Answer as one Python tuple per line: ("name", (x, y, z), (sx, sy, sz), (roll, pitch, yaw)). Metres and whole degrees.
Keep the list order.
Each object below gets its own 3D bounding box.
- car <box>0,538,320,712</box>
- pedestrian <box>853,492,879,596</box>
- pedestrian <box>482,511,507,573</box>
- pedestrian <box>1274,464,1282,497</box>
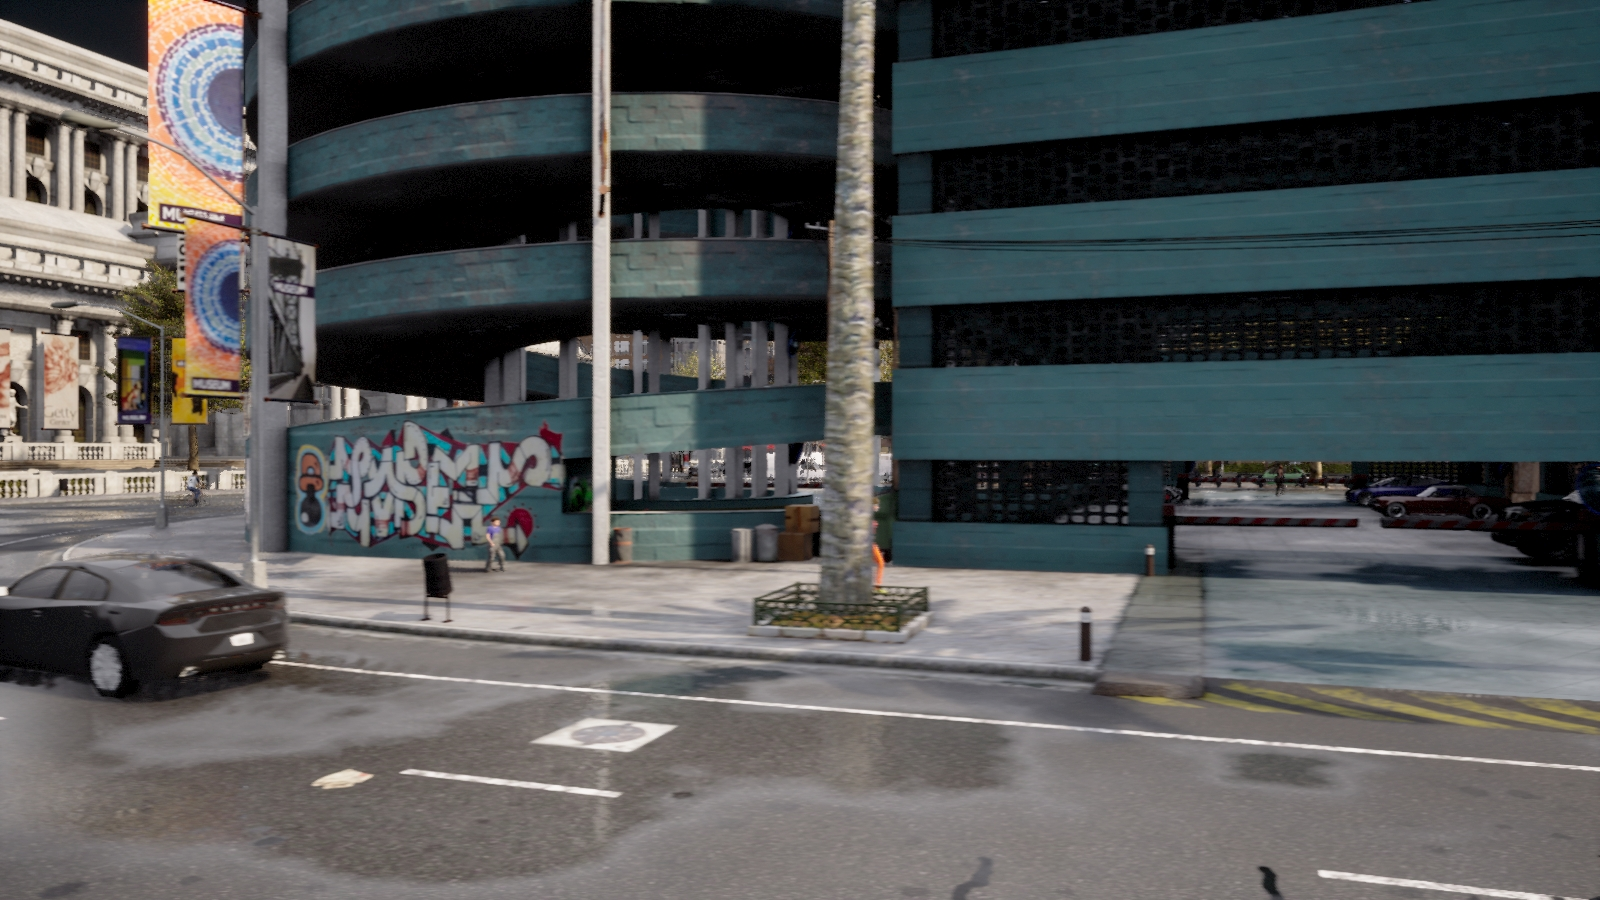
("car", (-8.634, 2.035, 14.310), (5.006, 1.535, 2.097), (0, 0, 27))
("pedestrian", (1.201, 1.697, 20.834), (0.375, 1.860, 0.375), (0, 0, 23))
("pedestrian", (-6.585, 1.977, 24.629), (0.375, 1.300, 0.375), (0, 0, 31))
("pedestrian", (26.718, 1.703, 63.878), (0.375, 1.860, 0.375), (0, 0, 23))
